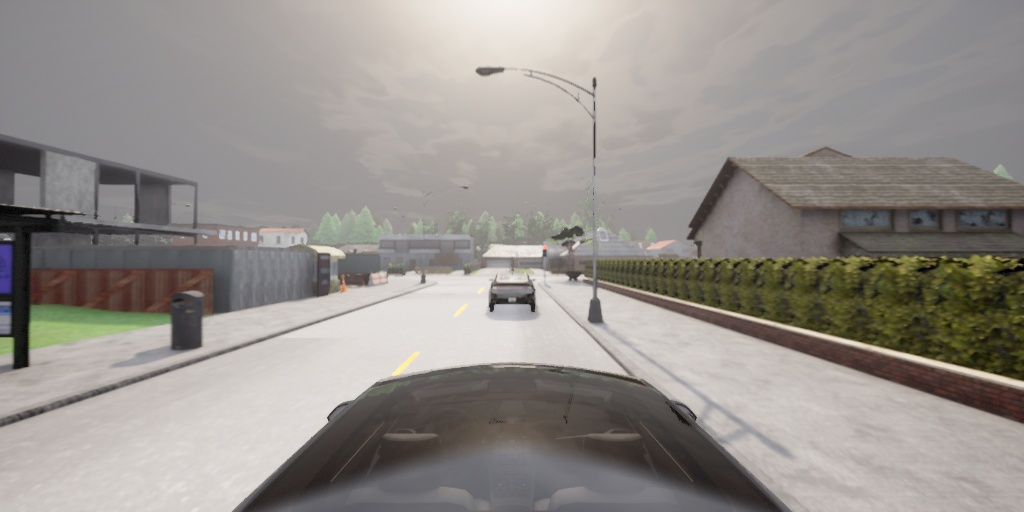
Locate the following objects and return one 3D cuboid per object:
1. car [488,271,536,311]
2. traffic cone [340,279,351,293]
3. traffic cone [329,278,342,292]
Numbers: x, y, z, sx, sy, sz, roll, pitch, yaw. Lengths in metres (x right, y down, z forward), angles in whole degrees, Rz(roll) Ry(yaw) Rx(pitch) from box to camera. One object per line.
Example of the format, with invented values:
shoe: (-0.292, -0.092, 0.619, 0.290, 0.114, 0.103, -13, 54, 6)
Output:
car: (0.022, 1.389, 15.346, 2.128, 1.511, 4.902, 0, 0, 0)
traffic cone: (-9.664, 1.801, 20.657, 0.344, 0.586, 0.344, 0, 0, 0)
traffic cone: (-10.384, 1.778, 21.178, 0.344, 0.586, 0.344, 0, 0, 0)
